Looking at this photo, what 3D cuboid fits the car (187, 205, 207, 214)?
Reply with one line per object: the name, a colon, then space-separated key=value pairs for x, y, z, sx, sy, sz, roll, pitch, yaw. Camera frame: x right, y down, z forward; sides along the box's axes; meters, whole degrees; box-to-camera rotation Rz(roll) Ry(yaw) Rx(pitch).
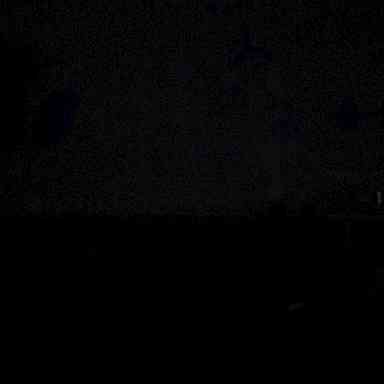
car: x=0.898 y=3.436 z=66.682 sx=2.097 sy=1.767 sz=4.553 roll=-3 pitch=0 yaw=-38
